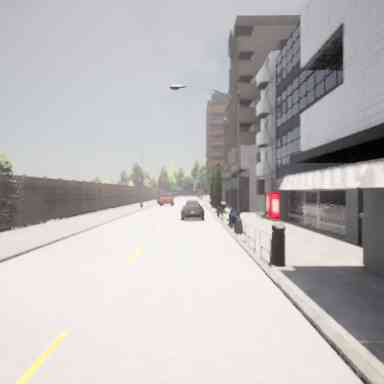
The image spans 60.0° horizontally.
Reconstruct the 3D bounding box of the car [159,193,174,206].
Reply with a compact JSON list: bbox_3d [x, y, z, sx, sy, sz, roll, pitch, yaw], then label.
[{"bbox_3d":[-4.032,1.212,53.364,2.150,2.045,5.566,0,0,0],"label":"car"}]

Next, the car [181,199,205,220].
[{"bbox_3d":[0.069,1.557,28.196,1.994,1.385,4.181,0,0,0],"label":"car"}]
